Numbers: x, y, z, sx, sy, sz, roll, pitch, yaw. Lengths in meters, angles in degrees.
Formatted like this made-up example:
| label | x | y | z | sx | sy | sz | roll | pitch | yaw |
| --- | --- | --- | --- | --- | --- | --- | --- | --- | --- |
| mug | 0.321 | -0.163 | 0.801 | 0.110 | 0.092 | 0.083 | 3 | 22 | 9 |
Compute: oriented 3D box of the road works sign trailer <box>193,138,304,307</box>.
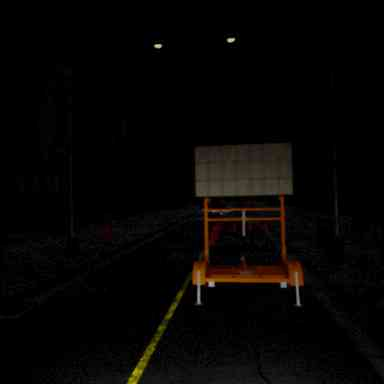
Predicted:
| label | x | y | z | sx | sy | sz | roll | pitch | yaw |
| --- | --- | --- | --- | --- | --- | --- | --- | --- | --- |
| road works sign trailer | 1.264 | 0.537 | 8.152 | 2.380 | 3.560 | 2.880 | -1 | -1 | 7 |

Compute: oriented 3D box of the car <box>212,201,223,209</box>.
| label | x | y | z | sx | sy | sz | roll | pitch | yaw |
| --- | --- | --- | --- | --- | --- | --- | --- | --- | --- |
| car | 4.350 | 2.197 | 56.144 | 2.033 | 1.411 | 5.357 | -1 | -1 | 7 |
